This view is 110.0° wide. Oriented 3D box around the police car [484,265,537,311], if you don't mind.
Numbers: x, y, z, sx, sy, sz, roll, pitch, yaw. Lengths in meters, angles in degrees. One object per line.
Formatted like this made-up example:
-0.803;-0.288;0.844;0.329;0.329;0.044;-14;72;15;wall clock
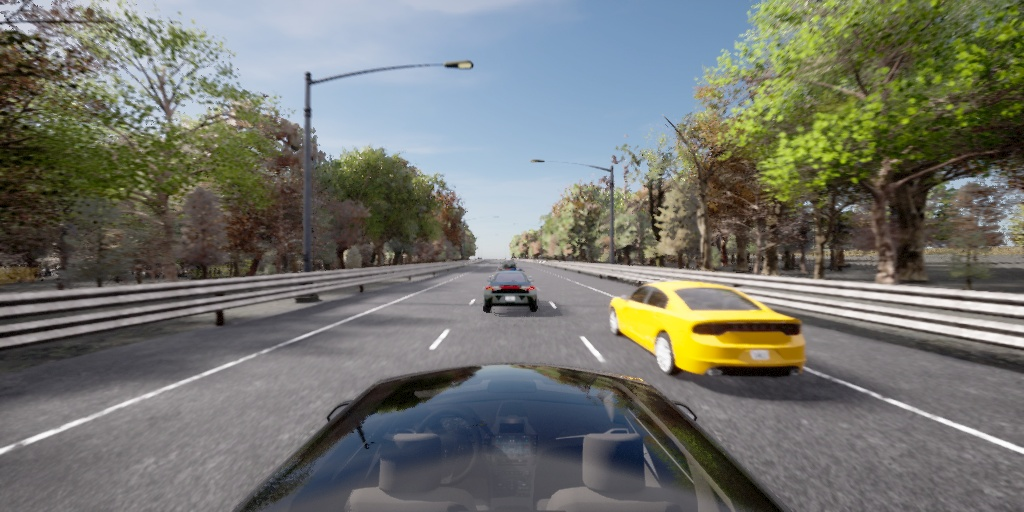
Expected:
-0.066;1.313;14.878;2.038;1.542;4.974;0;0;0;police car

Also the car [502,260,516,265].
-0.409;1.324;52.719;2.097;1.767;4.553;0;0;-1;car

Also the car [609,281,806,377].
3.497;1.252;7.543;1.882;1.535;5.008;0;0;0;car
